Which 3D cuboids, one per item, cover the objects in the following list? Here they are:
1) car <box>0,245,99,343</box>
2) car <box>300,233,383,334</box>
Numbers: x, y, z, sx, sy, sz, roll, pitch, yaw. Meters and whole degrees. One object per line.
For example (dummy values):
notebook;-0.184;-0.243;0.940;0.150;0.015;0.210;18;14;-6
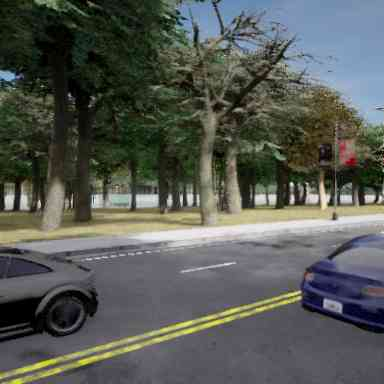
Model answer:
car;-3.619;1.564;5.096;4.181;1.385;1.994;0;0;-36
car;3.961;1.522;6.275;4.674;1.442;1.812;0;0;-36
